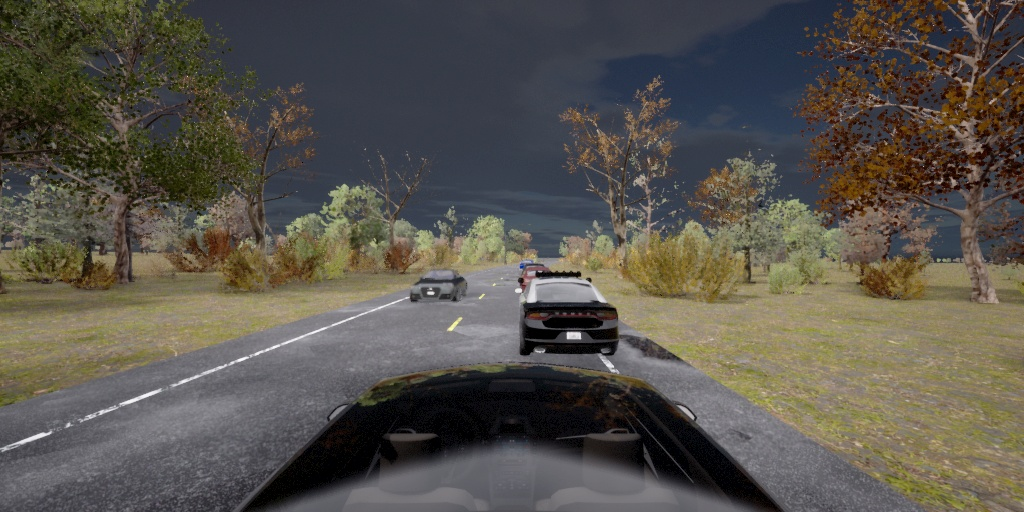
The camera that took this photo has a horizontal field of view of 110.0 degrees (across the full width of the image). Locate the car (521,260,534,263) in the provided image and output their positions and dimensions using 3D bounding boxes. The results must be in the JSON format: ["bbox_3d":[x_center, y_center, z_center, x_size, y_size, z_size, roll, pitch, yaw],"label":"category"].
[{"bbox_3d":[1.533,1.266,24.603,1.837,1.490,4.892,0,0,2],"label":"car"}]

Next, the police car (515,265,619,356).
[{"bbox_3d":[1.107,1.177,8.790,1.930,1.638,5.238,0,0,1],"label":"police car"}]

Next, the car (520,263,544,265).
[{"bbox_3d":[1.325,1.281,18.633,1.812,1.442,4.674,0,0,2],"label":"car"}]

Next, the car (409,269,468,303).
[{"bbox_3d":[-3.241,1.318,16.519,1.994,1.385,4.181,0,0,2],"label":"car"}]
